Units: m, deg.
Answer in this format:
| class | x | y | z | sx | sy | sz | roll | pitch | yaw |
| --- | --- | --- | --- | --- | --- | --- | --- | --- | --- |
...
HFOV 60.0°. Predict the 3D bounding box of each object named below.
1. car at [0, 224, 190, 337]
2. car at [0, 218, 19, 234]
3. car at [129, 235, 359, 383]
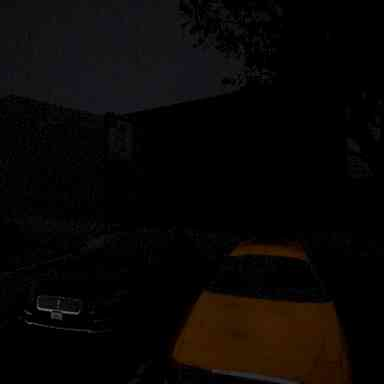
| class | x | y | z | sx | sy | sz | roll | pitch | yaw |
| --- | --- | --- | --- | --- | --- | --- | --- | --- | --- |
| car | -1.228 | 1.487 | 6.974 | 2.231 | 1.521 | 4.892 | 1 | -1 | 16 |
| car | -8.550 | 1.528 | 12.209 | 2.002 | 1.452 | 4.674 | 1 | -1 | 16 |
| car | 1.160 | 1.480 | 5.045 | 1.946 | 1.575 | 5.366 | 1 | -1 | 16 |
